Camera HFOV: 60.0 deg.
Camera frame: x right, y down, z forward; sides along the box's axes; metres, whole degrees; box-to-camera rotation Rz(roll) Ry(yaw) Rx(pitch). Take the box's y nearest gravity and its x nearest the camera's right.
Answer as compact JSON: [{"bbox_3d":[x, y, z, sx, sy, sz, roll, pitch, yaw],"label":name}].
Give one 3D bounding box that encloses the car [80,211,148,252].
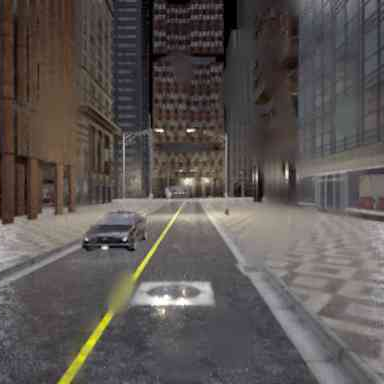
[{"bbox_3d":[-3.008,1.538,14.143,2.033,1.411,5.357,0,0,0],"label":"car"}]
